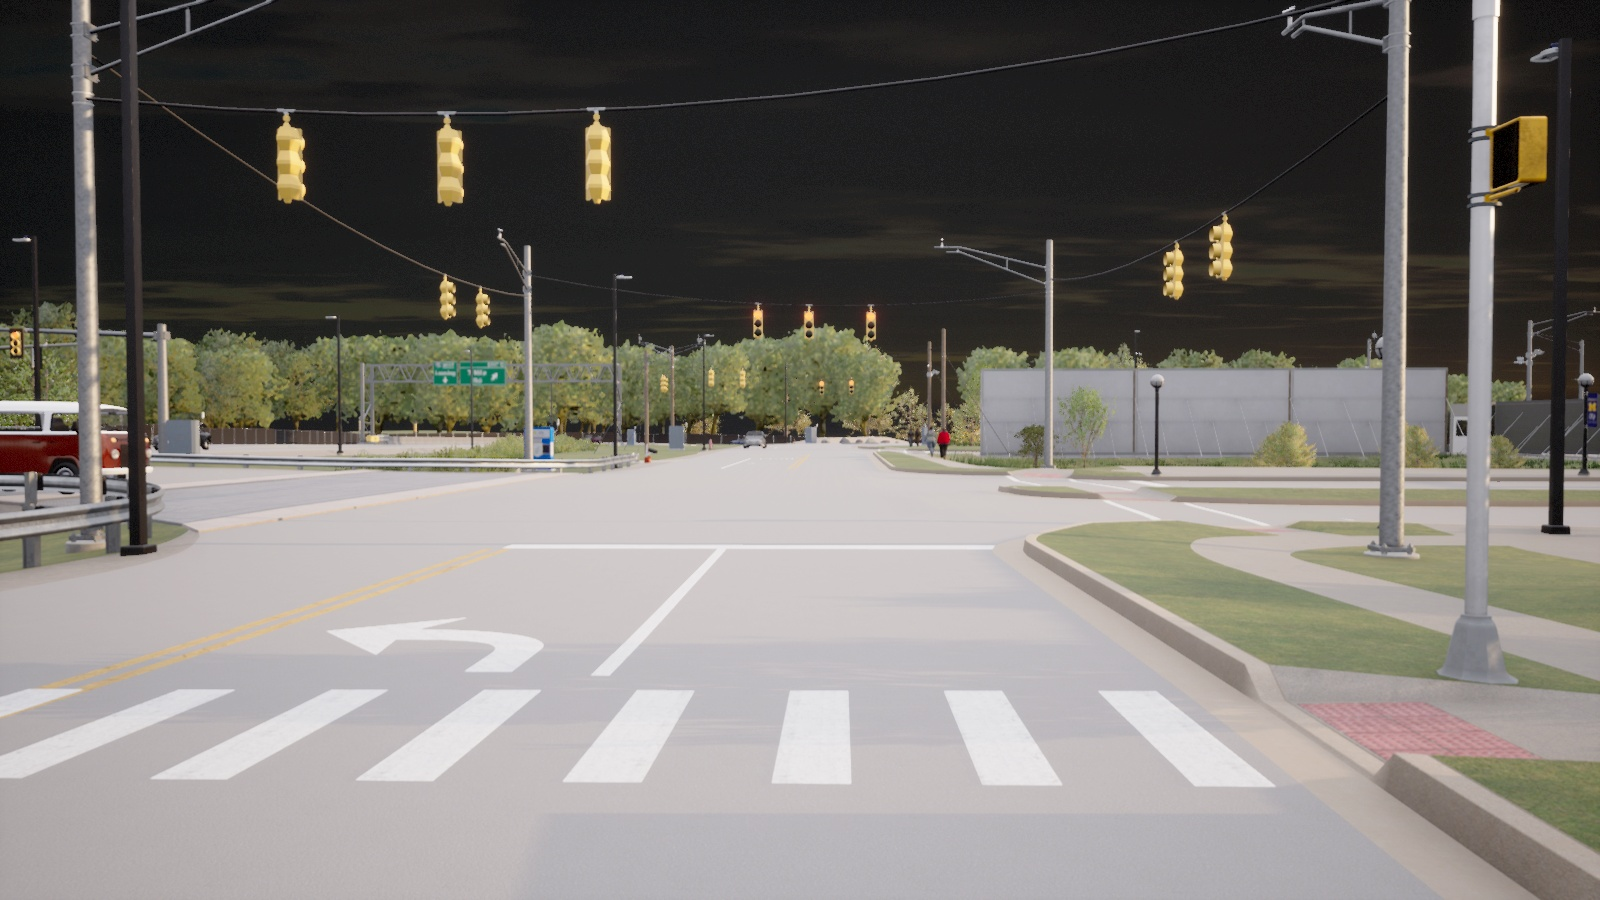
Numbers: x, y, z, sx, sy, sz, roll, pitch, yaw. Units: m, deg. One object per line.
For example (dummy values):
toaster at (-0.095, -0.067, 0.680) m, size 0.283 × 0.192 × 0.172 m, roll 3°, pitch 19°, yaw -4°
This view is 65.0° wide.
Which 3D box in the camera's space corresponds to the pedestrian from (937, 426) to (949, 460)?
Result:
pedestrian at (7.926, -0.386, 69.627) m, size 0.634 × 1.844 × 0.899 m, roll 0°, pitch 2°, yaw 2°

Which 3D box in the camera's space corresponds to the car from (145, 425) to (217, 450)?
car at (-39.478, -0.799, 80.229) m, size 2.128 × 1.511 × 4.902 m, roll 0°, pitch 0°, yaw 2°

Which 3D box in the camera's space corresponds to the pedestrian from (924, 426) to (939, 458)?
pedestrian at (7.860, -0.479, 75.091) m, size 0.874 × 1.855 × 0.900 m, roll 0°, pitch 2°, yaw 2°

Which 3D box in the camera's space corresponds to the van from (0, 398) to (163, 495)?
van at (-16.853, -0.088, 27.788) m, size 4.480 × 2.038 × 2.069 m, roll 0°, pitch 0°, yaw 5°
